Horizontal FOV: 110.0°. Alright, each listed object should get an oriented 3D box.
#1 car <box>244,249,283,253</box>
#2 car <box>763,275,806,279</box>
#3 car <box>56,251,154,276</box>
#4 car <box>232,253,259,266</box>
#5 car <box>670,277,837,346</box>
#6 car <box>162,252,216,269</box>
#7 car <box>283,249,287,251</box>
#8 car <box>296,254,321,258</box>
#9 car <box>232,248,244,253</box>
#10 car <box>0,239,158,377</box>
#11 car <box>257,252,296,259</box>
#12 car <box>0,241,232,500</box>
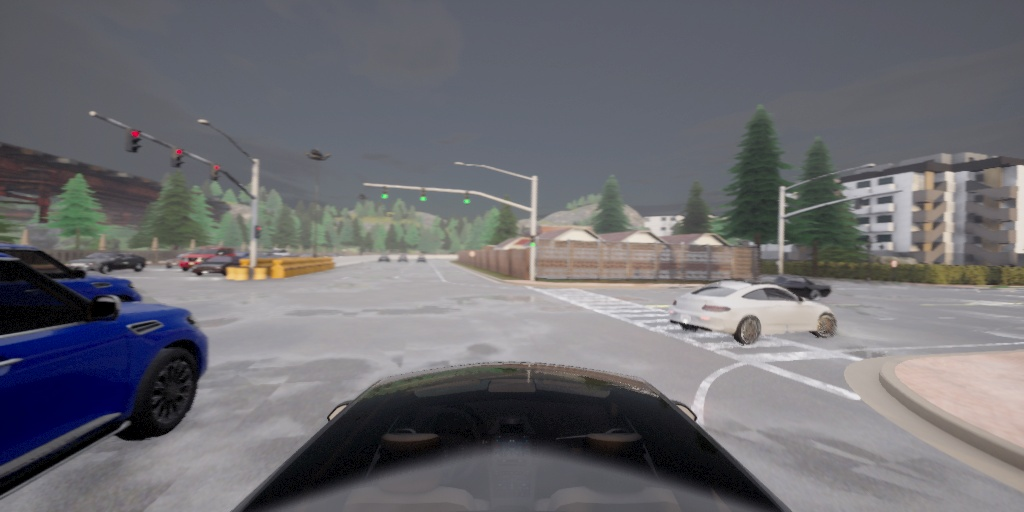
[{"bbox_3d":[-28.492,0.265,40.863,2.097,1.767,4.553,1,0,-14],"label":"car"},{"bbox_3d":[13.743,1.649,18.580,4.718,1.301,1.895,1,0,-12],"label":"car"},{"bbox_3d":[-28.240,0.457,25.186,2.128,1.511,4.902,1,0,-14],"label":"car"},{"bbox_3d":[-21.397,0.682,26.783,2.033,1.411,5.357,1,0,-15],"label":"car"},{"bbox_3d":[6.472,1.416,9.686,4.674,1.442,1.812,1,-1,-20],"label":"car"},{"bbox_3d":[-30.404,0.411,33.973,1.812,1.442,4.674,1,0,-14],"label":"car"},{"bbox_3d":[-35.157,-0.071,53.442,2.150,2.045,5.566,1,0,-14],"label":"car"},{"bbox_3d":[-26.163,0.435,46.130,1.882,1.535,5.008,1,0,-14],"label":"car"},{"bbox_3d":[-26.113,0.224,31.154,2.150,2.045,5.566,1,0,-15],"label":"car"},{"bbox_3d":[-8.709,0.739,5.443,2.150,2.045,5.566,1,0,-14],"label":"car"},{"bbox_3d":[-23.657,0.615,35.742,1.994,1.385,4.181,1,0,-15],"label":"car"},{"bbox_3d":[-4.208,0.866,1.883,2.150,2.045,5.566,1,0,-14],"label":"car"}]
